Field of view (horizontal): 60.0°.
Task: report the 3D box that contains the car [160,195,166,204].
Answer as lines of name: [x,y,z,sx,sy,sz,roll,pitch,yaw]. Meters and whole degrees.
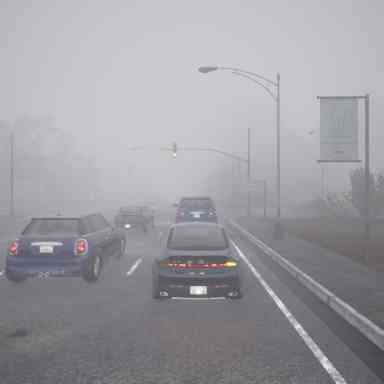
car: [-6.883,1.545,65.421,2.033,1.411,5.357,0,0,1]

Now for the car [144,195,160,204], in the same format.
car: [-6.955,1.523,55.694,1.812,1.442,4.674,0,0,0]

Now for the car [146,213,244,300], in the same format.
car: [0.120,1.505,8.360,1.837,1.490,4.892,0,0,0]

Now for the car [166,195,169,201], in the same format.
car: [-6.825,1.475,75.199,1.882,1.535,5.008,0,0,0]

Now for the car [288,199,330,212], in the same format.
car: [14.142,1.503,38.618,4.892,1.490,1.837,0,0,3]

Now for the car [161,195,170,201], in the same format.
car: [-6.801,1.491,85.156,1.837,1.490,4.892,0,0,0]

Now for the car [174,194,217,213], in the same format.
car: [0.163,1.222,18.573,2.150,2.045,5.566,0,0,-1]

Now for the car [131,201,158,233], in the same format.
car: [-3.355,1.506,19.807,1.837,1.490,4.892,0,0,0]

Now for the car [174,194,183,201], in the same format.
car: [-3.303,1.352,84.516,2.097,1.767,4.553,0,0,0]

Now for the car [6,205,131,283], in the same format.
car: [-3.377,1.351,9.855,2.097,1.767,4.553,0,0,0]

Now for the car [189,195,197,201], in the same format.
car: [0.201,1.467,85.903,1.882,1.535,5.008,0,0,0]

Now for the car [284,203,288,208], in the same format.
car: [14.552,1.545,42.101,5.357,1.411,2.033,0,0,3]

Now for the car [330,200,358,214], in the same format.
car: [17.559,1.476,34.710,5.008,1.535,1.882,0,0,3]
